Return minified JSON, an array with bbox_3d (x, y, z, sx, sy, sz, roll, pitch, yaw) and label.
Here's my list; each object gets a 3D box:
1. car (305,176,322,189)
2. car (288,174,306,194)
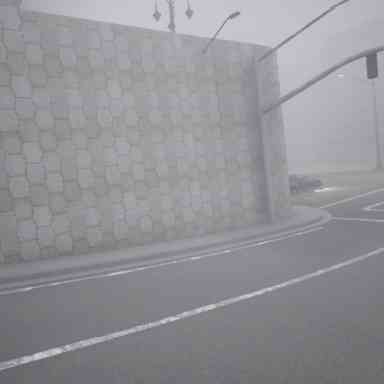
[{"bbox_3d":[9.637,-0.903,30.403,1.994,1.385,4.181,-10,6,-34],"label":"car"},{"bbox_3d":[6.815,-0.600,28.341,2.097,1.767,4.553,-10,6,-35],"label":"car"}]
